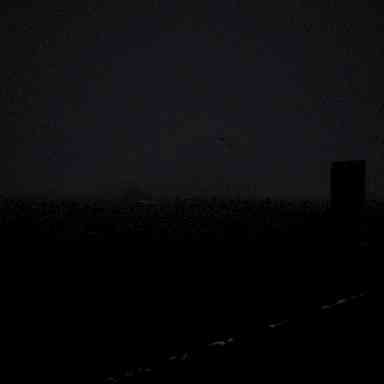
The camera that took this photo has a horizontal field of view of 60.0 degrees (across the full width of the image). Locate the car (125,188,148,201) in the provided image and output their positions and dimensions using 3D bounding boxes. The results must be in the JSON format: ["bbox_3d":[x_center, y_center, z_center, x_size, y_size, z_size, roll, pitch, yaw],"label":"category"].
[{"bbox_3d":[-9.523,0.358,56.545,2.150,2.045,5.566,0,1,-34],"label":"car"}]
